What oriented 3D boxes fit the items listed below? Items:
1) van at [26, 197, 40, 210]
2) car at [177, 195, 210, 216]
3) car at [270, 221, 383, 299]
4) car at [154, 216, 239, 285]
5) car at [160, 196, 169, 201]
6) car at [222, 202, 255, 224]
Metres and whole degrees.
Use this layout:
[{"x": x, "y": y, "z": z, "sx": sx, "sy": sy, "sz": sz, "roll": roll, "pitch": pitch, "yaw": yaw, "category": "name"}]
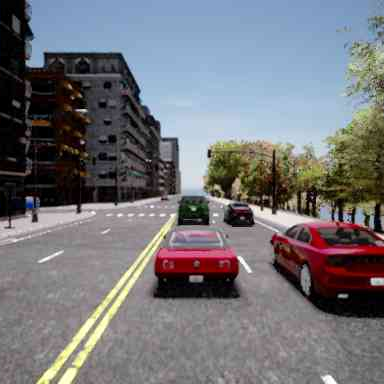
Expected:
[{"x": -22.718, "y": 1.573, "z": 45.124, "sx": 3.998, "sy": 1.788, "sz": 1.690, "roll": -1, "pitch": 1, "yaw": -1, "category": "van"}, {"x": 0.101, "y": 1.202, "z": 23.957, "sx": 2.150, "sy": 2.045, "sz": 5.566, "roll": 0, "pitch": 0, "yaw": 0, "category": "car"}, {"x": 3.346, "y": 1.470, "z": 8.458, "sx": 1.882, "sy": 1.535, "sz": 5.008, "roll": 0, "pitch": 0, "yaw": 0, "category": "car"}, {"x": 0.100, "y": 1.593, "z": 9.406, "sx": 1.895, "sy": 1.301, "sz": 4.718, "roll": 0, "pitch": 0, "yaw": 0, "category": "car"}, {"x": -6.480, "y": 1.567, "z": 79.350, "sx": 1.895, "sy": 1.301, "sz": 4.718, "roll": 0, "pitch": 0, "yaw": 0, "category": "car"}, {"x": 3.350, "y": 1.487, "z": 24.367, "sx": 1.837, "sy": 1.490, "sz": 4.892, "roll": 0, "pitch": 0, "yaw": 0, "category": "car"}]
